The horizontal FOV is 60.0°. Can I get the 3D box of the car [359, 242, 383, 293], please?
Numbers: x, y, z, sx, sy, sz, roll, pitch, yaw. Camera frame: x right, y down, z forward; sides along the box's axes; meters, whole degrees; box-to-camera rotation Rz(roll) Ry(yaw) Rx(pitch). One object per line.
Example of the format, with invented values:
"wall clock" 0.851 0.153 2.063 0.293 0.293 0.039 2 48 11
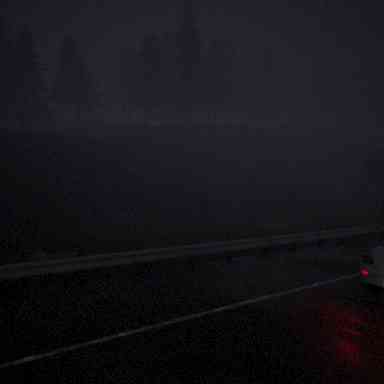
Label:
"car" 5.639 1.520 7.495 4.674 1.442 1.812 0 0 -34
